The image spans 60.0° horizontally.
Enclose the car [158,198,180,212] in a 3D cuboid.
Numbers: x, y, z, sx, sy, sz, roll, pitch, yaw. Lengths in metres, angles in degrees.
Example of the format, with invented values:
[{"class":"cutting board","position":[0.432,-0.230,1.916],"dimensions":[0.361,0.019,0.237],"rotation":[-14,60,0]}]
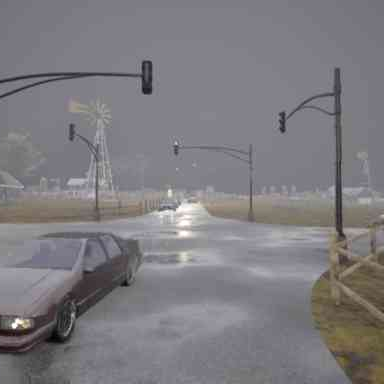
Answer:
[{"class":"car","position":[-2.875,1.649,39.747],"dimensions":[1.994,1.385,4.181],"rotation":[0,0,0]}]

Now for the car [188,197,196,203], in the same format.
[{"class":"car","position":[-0.037,1.836,79.091],"dimensions":[1.812,1.442,4.674],"rotation":[0,0,0]}]

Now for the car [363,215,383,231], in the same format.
[{"class":"car","position":[13.207,1.764,20.474],"dimensions":[4.892,1.490,1.837],"rotation":[1,-1,2]}]

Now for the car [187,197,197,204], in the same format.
[{"class":"car","position":[0.060,1.768,69.079],"dimensions":[1.812,1.442,4.674],"rotation":[0,0,0]}]

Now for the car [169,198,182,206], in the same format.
[{"class":"car","position":[-2.863,1.778,58.470],"dimensions":[1.895,1.301,4.718],"rotation":[0,0,0]}]

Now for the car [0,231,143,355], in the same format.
[{"class":"car","position":[-2.525,1.547,6.768],"dimensions":[2.033,1.411,5.357],"rotation":[0,0,8]}]
